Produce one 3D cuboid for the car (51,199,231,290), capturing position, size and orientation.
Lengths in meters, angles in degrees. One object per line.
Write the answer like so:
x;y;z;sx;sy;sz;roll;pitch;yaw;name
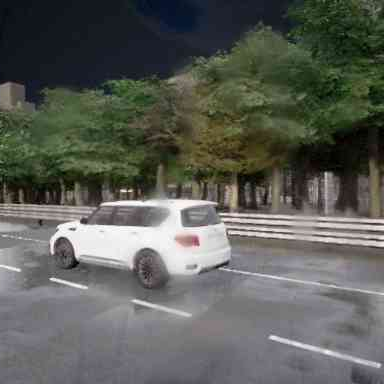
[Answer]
-1.623;1.225;9.331;5.566;2.045;2.150;0;0;36;car
